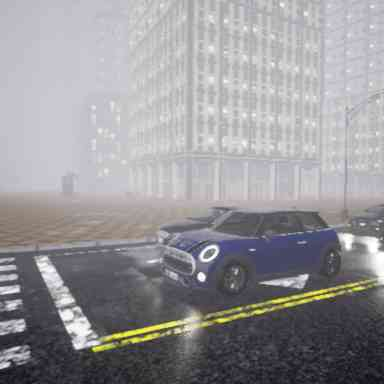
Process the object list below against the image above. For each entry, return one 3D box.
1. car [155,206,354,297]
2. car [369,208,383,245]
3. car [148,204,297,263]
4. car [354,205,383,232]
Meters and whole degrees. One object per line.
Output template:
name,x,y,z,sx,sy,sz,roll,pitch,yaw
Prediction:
car,1.556,1.201,8.226,4.553,1.767,2.097,0,1,-31
car,9.017,1.423,12.534,4.181,1.385,1.994,0,1,-30
car,1.129,1.264,11.761,4.902,1.511,2.128,0,1,-30
car,9.829,1.349,16.743,4.181,1.385,1.994,0,1,-29
